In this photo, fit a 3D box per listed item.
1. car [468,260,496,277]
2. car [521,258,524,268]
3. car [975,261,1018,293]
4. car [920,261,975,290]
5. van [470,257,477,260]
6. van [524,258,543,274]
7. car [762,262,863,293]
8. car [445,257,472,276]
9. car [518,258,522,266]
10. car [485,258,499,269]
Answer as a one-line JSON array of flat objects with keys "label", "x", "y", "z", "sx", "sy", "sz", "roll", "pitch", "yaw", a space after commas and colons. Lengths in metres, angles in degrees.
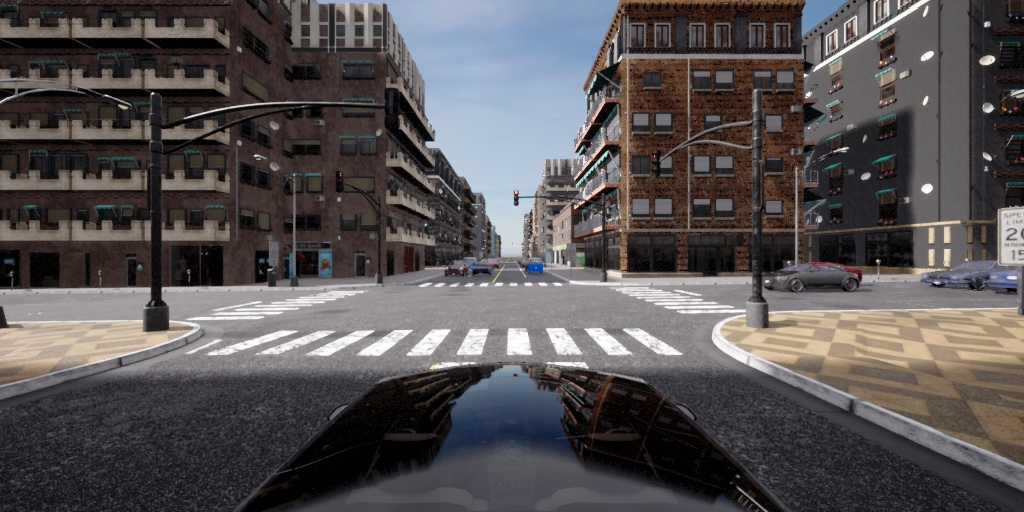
[{"label": "car", "x": -2.921, "y": 1.343, "z": 35.822, "sx": 1.895, "sy": 1.301, "sz": 4.718, "roll": 0, "pitch": 0, "yaw": 0}, {"label": "car", "x": 2.565, "y": 1.283, "z": 47.038, "sx": 1.888, "sy": 1.381, "sz": 4.507, "roll": 0, "pitch": 0, "yaw": 0}, {"label": "car", "x": 24.103, "y": 0.948, "z": 15.483, "sx": 5.357, "sy": 1.411, "sz": 2.033, "roll": -1, "pitch": 0, "yaw": 0}, {"label": "car", "x": 24.394, "y": 0.943, "z": 18.336, "sx": 5.357, "sy": 1.411, "sz": 2.033, "roll": -1, "pitch": 0, "yaw": 0}, {"label": "van", "x": -5.504, "y": 1.079, "z": 47.021, "sx": 1.690, "sy": 1.789, "sz": 3.998, "roll": 0, "pitch": 0, "yaw": 0}, {"label": "van", "x": 2.614, "y": 1.081, "z": 40.834, "sx": 1.690, "sy": 1.789, "sz": 3.998, "roll": 0, "pitch": 0, "yaw": 0}, {"label": "car", "x": 15.026, "y": 1.088, "z": 18.310, "sx": 4.181, "sy": 1.385, "sz": 1.994, "roll": -1, "pitch": 0, "yaw": 0}, {"label": "car", "x": -5.515, "y": 1.182, "z": 35.857, "sx": 1.967, "sy": 1.591, "sz": 4.097, "roll": 0, "pitch": 0, "yaw": 0}, {"label": "car", "x": 2.450, "y": 1.301, "z": 58.200, "sx": 1.948, "sy": 1.339, "sz": 4.313, "roll": 0, "pitch": 0, "yaw": 0}, {"label": "car", "x": -2.942, "y": 1.213, "z": 54.627, "sx": 1.882, "sy": 1.535, "sz": 5.008, "roll": 0, "pitch": 0, "yaw": 0}]
